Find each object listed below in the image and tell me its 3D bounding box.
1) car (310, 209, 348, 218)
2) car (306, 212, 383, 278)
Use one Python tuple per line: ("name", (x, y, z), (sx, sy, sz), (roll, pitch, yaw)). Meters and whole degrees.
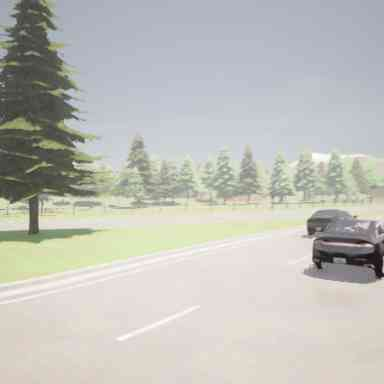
("car", (8.414, 1.756, 19.648), (1.837, 1.490, 4.892), (-2, -1, 42))
("car", (5.430, 1.622, 10.752), (2.128, 1.511, 4.902), (-2, -1, 38))
